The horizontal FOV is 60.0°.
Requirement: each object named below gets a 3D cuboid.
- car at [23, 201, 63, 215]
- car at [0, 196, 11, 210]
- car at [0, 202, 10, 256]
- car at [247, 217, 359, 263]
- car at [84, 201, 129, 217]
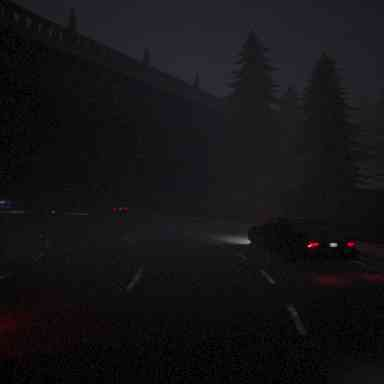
[{"bbox_3d":[-14.655,1.542,32.566,4.718,1.301,1.895,0,0,40],"label":"car"},{"bbox_3d":[-23.311,1.227,39.235,4.553,1.767,2.097,0,0,37],"label":"car"},{"bbox_3d":[-7.031,1.305,8.887,2.097,1.767,4.553,0,0,-7],"label":"car"},{"bbox_3d":[3.720,1.613,12.256,2.033,1.411,5.357,1,0,-10],"label":"car"},{"bbox_3d":[-8.170,1.548,31.577,2.033,1.411,5.357,1,0,-45],"label":"car"}]
